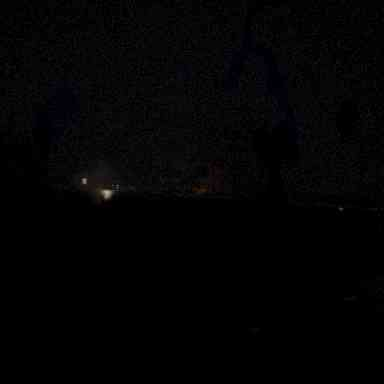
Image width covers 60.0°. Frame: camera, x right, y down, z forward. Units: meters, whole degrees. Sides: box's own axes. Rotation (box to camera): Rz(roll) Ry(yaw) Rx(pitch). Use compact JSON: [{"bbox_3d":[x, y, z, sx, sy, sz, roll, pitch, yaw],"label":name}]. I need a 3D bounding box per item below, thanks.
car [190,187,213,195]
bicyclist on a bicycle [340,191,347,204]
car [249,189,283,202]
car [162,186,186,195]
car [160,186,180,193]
[{"bbox_3d":[1.657,-0.219,58.797,1.882,1.535,5.008,0,2,-35],"label":"car"},{"bbox_3d":[18.502,0.656,40.563,1.656,1.620,0.582,0,2,-36],"label":"bicyclist on a bicycle"},{"bbox_3d":[9.512,0.418,42.844,2.128,1.511,4.902,0,2,-36],"label":"car"},{"bbox_3d":[-2.968,-0.345,60.439,2.128,1.511,4.902,0,2,-35],"label":"car"},{"bbox_3d":[-4.440,-0.485,67.232,1.994,1.385,4.181,0,2,-36],"label":"car"}]
